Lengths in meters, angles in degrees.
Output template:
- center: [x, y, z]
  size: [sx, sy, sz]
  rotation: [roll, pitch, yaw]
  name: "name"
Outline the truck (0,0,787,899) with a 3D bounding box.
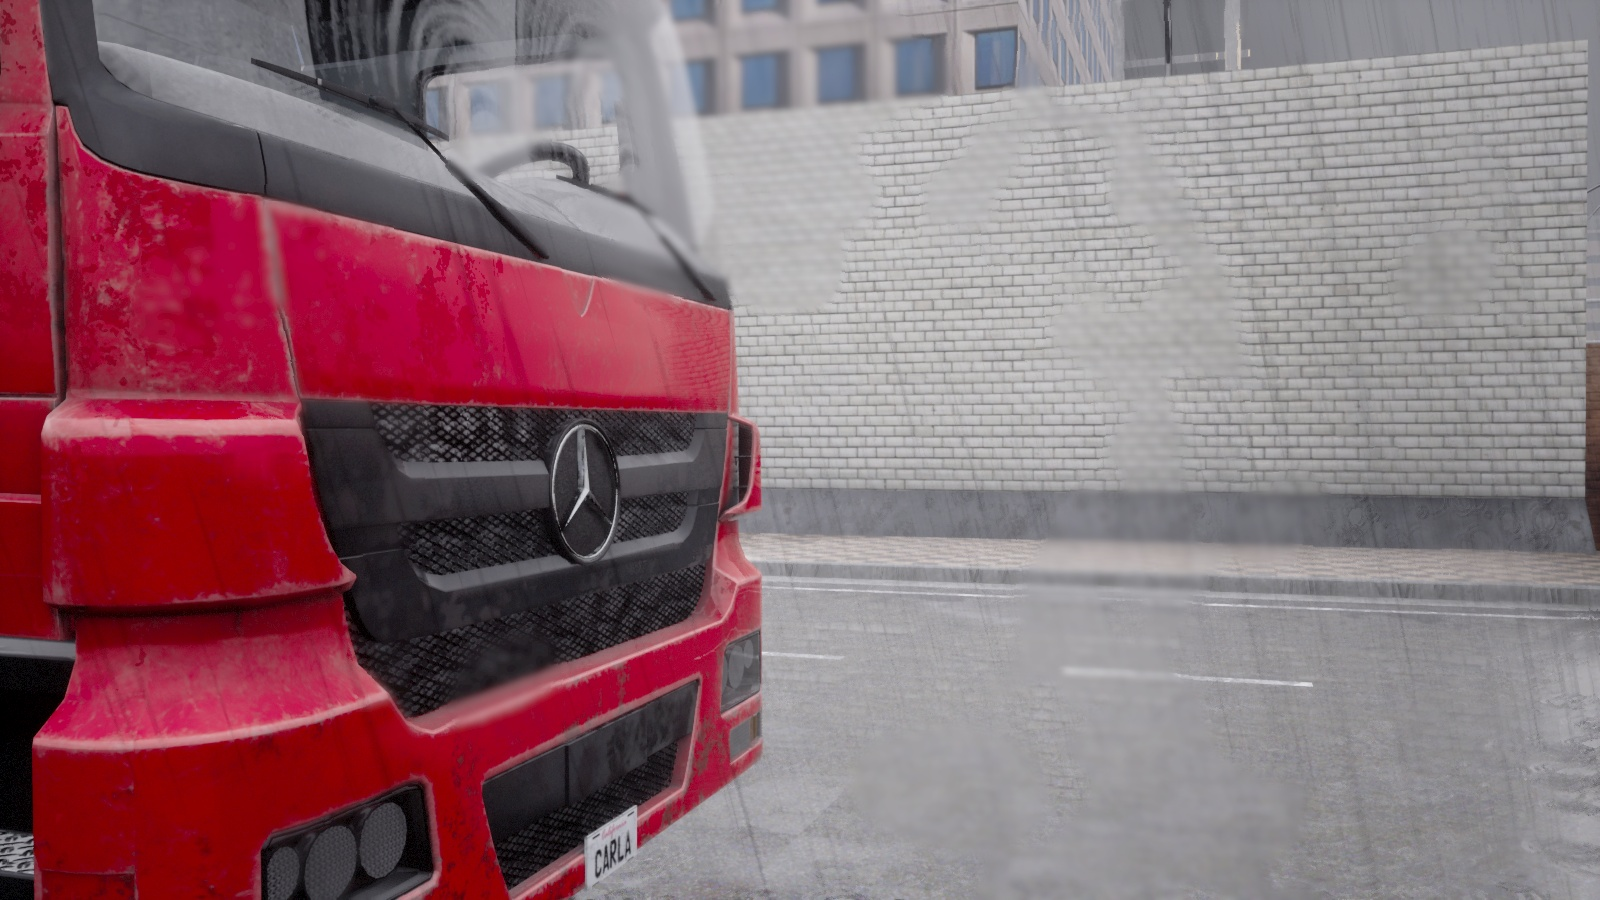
- center: [-4.275, -0.245, 4.614]
  size: [7.936, 3.462, 2.891]
  rotation: [1, 1, 19]
  name: "truck"
